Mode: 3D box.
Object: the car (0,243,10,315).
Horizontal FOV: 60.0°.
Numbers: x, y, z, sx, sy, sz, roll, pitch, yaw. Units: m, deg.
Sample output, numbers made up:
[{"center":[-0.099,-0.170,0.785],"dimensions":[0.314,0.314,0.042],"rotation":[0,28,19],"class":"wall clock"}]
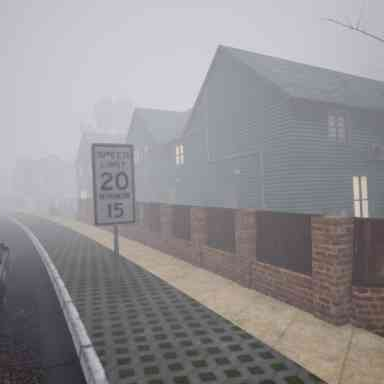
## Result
[{"center":[-4.890,1.630,6.957],"dimensions":[1.895,1.301,4.718],"rotation":[-2,1,-28],"class":"car"}]
